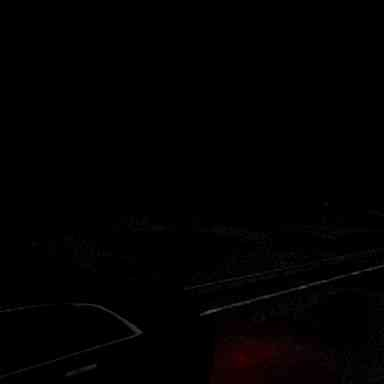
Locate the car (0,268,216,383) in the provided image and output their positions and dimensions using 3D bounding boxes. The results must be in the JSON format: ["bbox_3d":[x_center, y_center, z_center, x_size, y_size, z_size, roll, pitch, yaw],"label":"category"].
[{"bbox_3d":[-2.045,1.504,2.545,4.892,1.490,1.837,0,0,-36],"label":"car"}]
